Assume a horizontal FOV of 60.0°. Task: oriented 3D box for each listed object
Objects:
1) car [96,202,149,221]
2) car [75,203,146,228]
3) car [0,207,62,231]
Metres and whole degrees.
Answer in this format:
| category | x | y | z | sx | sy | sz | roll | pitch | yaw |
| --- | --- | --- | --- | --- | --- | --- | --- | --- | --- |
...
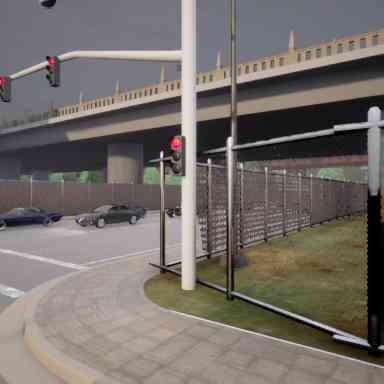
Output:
| category | x | y | z | sx | sy | sz | roll | pitch | yaw |
| --- | --- | --- | --- | --- | --- | --- | --- | --- | --- |
| car | -5.867 | 1.619 | 28.517 | 1.994 | 1.385 | 4.181 | 0 | 0 | 36 |
| car | -5.632 | 1.560 | 22.792 | 1.837 | 1.490 | 4.892 | 0 | 0 | 35 |
| car | -10.994 | 1.656 | 21.341 | 1.895 | 1.301 | 4.718 | 0 | 0 | 37 |
